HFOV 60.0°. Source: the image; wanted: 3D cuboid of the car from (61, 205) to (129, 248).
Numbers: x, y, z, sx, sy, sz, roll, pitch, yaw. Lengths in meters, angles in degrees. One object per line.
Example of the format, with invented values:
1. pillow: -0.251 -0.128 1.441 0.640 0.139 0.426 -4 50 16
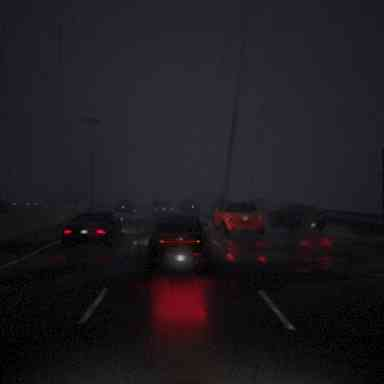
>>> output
1. car: -4.215 1.526 14.788 2.033 1.411 5.357 0 0 -5

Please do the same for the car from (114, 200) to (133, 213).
1. car: -7.314 1.509 35.485 1.994 1.385 4.181 0 0 -11

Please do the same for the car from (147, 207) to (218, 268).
1. car: -0.457 1.486 11.281 1.837 1.490 4.892 0 1 -4

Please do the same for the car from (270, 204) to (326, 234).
1. car: 5.857 1.449 19.193 2.128 1.511 4.902 0 0 -6

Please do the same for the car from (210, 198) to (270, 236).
1. car: 2.404 1.315 18.479 2.097 1.767 4.553 0 0 -6

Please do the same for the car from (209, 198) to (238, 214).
1. car: 3.294 1.435 35.928 1.837 1.490 4.892 0 0 -11

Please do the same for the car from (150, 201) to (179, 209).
1. car: -2.759 1.496 30.447 2.033 1.411 5.357 0 0 -10

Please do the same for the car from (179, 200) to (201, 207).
1. car: -0.304 1.499 36.071 1.994 1.385 4.181 0 0 -11

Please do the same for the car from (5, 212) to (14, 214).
1. car: -16.847 1.462 28.459 2.128 1.511 4.902 0 0 -10
